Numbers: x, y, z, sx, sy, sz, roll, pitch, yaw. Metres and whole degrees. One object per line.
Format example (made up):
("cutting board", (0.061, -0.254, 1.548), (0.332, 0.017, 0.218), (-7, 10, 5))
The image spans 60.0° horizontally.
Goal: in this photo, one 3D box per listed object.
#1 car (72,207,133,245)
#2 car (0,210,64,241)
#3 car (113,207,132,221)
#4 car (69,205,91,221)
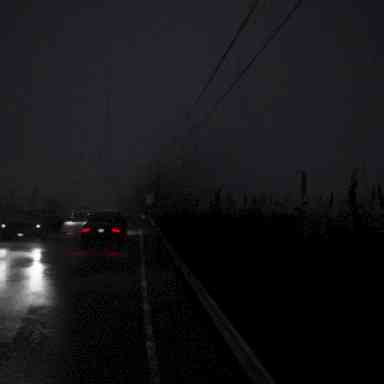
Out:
("car", (-4.194, 1.681, 16.395), (2.033, 1.411, 5.357), (2, -1, -9))
("car", (-8.014, 1.620, 17.047), (1.895, 1.301, 4.718), (2, -1, -9))
("car", (-7.499, 2.395, 35.947), (1.812, 1.442, 4.674), (2, -4, -11))
("car", (-10.482, 2.002, 31.950), (1.882, 1.535, 5.008), (2, -4, -10))
